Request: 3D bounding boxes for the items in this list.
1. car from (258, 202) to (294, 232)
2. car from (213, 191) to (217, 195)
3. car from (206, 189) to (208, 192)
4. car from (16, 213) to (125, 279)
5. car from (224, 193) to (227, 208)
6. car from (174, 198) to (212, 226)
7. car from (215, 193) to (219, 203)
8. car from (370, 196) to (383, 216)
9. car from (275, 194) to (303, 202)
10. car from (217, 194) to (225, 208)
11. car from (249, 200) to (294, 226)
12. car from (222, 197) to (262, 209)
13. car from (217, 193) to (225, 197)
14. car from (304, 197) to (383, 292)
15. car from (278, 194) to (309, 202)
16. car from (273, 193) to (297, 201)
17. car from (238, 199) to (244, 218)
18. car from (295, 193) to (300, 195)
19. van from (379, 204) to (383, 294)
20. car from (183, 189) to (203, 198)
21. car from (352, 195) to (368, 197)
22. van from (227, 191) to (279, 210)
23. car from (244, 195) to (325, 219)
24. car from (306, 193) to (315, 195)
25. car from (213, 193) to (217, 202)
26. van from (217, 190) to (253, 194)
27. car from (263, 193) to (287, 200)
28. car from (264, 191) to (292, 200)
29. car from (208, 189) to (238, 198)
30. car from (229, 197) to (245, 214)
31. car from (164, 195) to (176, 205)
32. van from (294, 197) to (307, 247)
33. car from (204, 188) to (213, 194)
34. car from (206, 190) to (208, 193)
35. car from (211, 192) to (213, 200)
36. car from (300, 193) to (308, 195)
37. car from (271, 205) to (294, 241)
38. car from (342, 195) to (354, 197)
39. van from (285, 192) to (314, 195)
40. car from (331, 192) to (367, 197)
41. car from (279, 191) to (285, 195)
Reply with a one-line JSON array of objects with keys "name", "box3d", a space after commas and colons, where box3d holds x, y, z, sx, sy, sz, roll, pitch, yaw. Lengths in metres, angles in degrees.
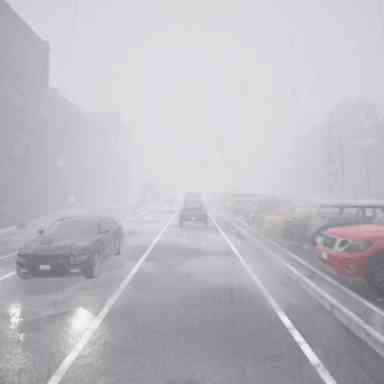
[{"name": "car", "box3d": [6.322, 1.455, 16.669, 5.366, 1.575, 1.946, 0, 0, 0]}, {"name": "car", "box3d": [6.236, 1.109, 55.761, 4.553, 1.767, 2.185, 0, 0, 0]}, {"name": "car", "box3d": [6.392, 0.771, 83.483, 4.553, 1.767, 2.185, 0, 1, 0]}, {"name": "car", "box3d": [-3.351, 1.439, 10.084, 1.882, 1.535, 5.008, 0, 0, 0]}, {"name": "car", "box3d": [6.170, 1.232, 36.152, 4.553, 1.767, 2.185, 0, 0, 0]}, {"name": "car", "box3d": [0.097, 1.399, 22.828, 2.128, 1.511, 4.902, 0, 0, 0]}, {"name": "car", "box3d": [6.244, 1.290, 47.286, 5.008, 1.535, 2.097, 0, 0, 0]}, {"name": "car", "box3d": [19.231, 1.263, 30.563, 4.553, 1.767, 2.185, 0, 0, 0]}, {"name": "car", "box3d": [19.380, 1.159, 66.890, 5.008, 1.535, 2.097, 0, 0, 0]}, {"name": "car", "box3d": [6.026, 1.338, 38.937, 5.366, 1.575, 1.946, 0, 0, 0]}, {"name": "car", "box3d": [6.152, 1.446, 19.452, 4.892, 1.521, 2.231, 0, 0, 0]}, {"name": "car", "box3d": [6.223, 1.365, 41.719, 4.674, 1.452, 2.002, 0, 0, 0]}, {"name": "car", "box3d": [6.224, 1.307, 44.503, 5.008, 1.535, 2.097, 0, 0, 0]}, {"name": "car", "box3d": [6.080, 1.244, 8.319, 5.566, 2.045, 2.435, 0, 0, 0]}, {"name": "car", "box3d": [19.561, 1.175, 63.981, 5.366, 1.575, 1.946, 0, 0, 0]}, {"name": "car", "box3d": [19.426, 1.009, 69.674, 4.553, 1.767, 2.185, 0, 1, 0]}, {"name": "car", "box3d": [6.167, 1.458, 25.020, 4.674, 1.452, 2.002, 0, 0, 0]}, {"name": "car", "box3d": [19.340, 1.294, 52.843, 4.674, 1.452, 2.002, 0, 0, 0]}, {"name": "van", "box3d": [5.983, 1.280, 5.660, 4.442, 1.987, 1.878, 0, 0, 0]}, {"name": "car", "box3d": [0.082, 1.029, 41.440, 2.150, 2.045, 5.566, 0, 0, 0]}, {"name": "car", "box3d": [19.267, 1.374, 33.348, 5.008, 1.535, 2.097, 0, 0, 0]}, {"name": "van", "box3d": [6.075, 1.147, 33.432, 4.442, 1.987, 1.878, 0, 0, 0]}, {"name": "car", "box3d": [6.124, 1.306, 22.237, 4.553, 1.767, 2.185, 0, 0, 0]}, {"name": "car", "box3d": [19.326, 1.291, 47.272, 4.892, 1.521, 2.231, 0, 0, 0]}, {"name": "car", "box3d": [6.264, 1.255, 52.853, 4.892, 1.521, 2.231, 0, 0, 0]}, {"name": "van", "box3d": [6.365, 1.046, 50.068, 4.442, 1.987, 1.878, 0, 0, 0]}, {"name": "car", "box3d": [19.428, 1.014, 78.045, 5.008, 1.535, 2.097, 0, 1, 0]}, {"name": "car", "box3d": [19.441, 0.811, 75.252, 5.566, 2.045, 2.435, 0, 1, 0]}, {"name": "car", "box3d": [6.324, 0.927, 63.984, 5.566, 2.045, 2.435, 0, 0, 0]}, {"name": "car", "box3d": [6.154, 1.418, 30.586, 4.792, 1.488, 2.163, 0, 0, 0]}, {"name": "car", "box3d": [-3.367, 1.260, 52.479, 1.812, 1.442, 4.674, 0, 0, 0]}, {"name": "van", "box3d": [6.001, 1.257, 11.102, 4.442, 1.987, 1.878, 0, 0, 0]}, {"name": "car", "box3d": [6.358, 0.525, 91.841, 4.553, 1.767, 2.185, 0, 2, 0]}, {"name": "car", "box3d": [6.383, 0.835, 80.703, 4.553, 1.767, 2.185, 0, 1, 0]}, {"name": "car", "box3d": [6.462, 1.213, 58.419, 5.366, 1.575, 1.946, 0, 0, 0]}, {"name": "car", "box3d": [19.334, 1.272, 50.057, 5.008, 1.535, 2.097, 0, 0, 0]}, {"name": "car", "box3d": [6.120, 1.471, 13.886, 4.892, 1.521, 2.231, 0, 0, 0]}, {"name": "car", "box3d": [19.284, 1.398, 36.133, 4.674, 1.452, 2.002, 0, 0, 0]}, {"name": "van", "box3d": [19.240, 0.991, 58.411, 4.442, 1.987, 1.878, 0, 0, 0]}, {"name": "car", "box3d": [19.260, 1.216, 38.917, 4.553, 1.767, 2.185, 0, 0, 0]}, {"name": "car", "box3d": [19.337, 0.946, 61.195, 5.566, 2.045, 2.435, 0, 0, 0]}]
